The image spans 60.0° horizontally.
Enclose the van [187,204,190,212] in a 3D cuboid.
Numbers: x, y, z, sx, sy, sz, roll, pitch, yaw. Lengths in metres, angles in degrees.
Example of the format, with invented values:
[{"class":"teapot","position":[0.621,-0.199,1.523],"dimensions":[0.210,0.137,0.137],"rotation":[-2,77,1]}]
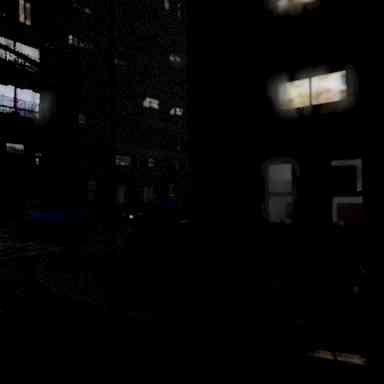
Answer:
[{"class":"van","position":[0.702,1.249,35.940],"dimensions":[1.690,1.788,3.998],"rotation":[-1,0,35]}]

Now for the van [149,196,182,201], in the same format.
[{"class":"van","position":[-2.552,1.283,31.333],"dimensions":[1.690,1.788,3.998],"rotation":[-1,0,35]}]

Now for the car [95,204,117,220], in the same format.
[{"class":"car","position":[-5.804,1.559,26.726],"dimensions":[1.802,1.307,4.206],"rotation":[-1,0,35]}]

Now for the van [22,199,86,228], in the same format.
[{"class":"van","position":[-9.061,1.353,22.119],"dimensions":[1.690,1.788,3.998],"rotation":[-1,0,35]}]

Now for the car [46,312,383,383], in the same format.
[{"class":"car","position":[0.758,1.568,2.189],"dimensions":[4.313,1.339,1.947],"rotation":[0,-1,36]}]

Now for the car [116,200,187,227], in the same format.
[{"class":"car","position":[-2.582,1.479,22.084],"dimensions":[1.994,1.385,4.181],"rotation":[-1,0,35]}]
